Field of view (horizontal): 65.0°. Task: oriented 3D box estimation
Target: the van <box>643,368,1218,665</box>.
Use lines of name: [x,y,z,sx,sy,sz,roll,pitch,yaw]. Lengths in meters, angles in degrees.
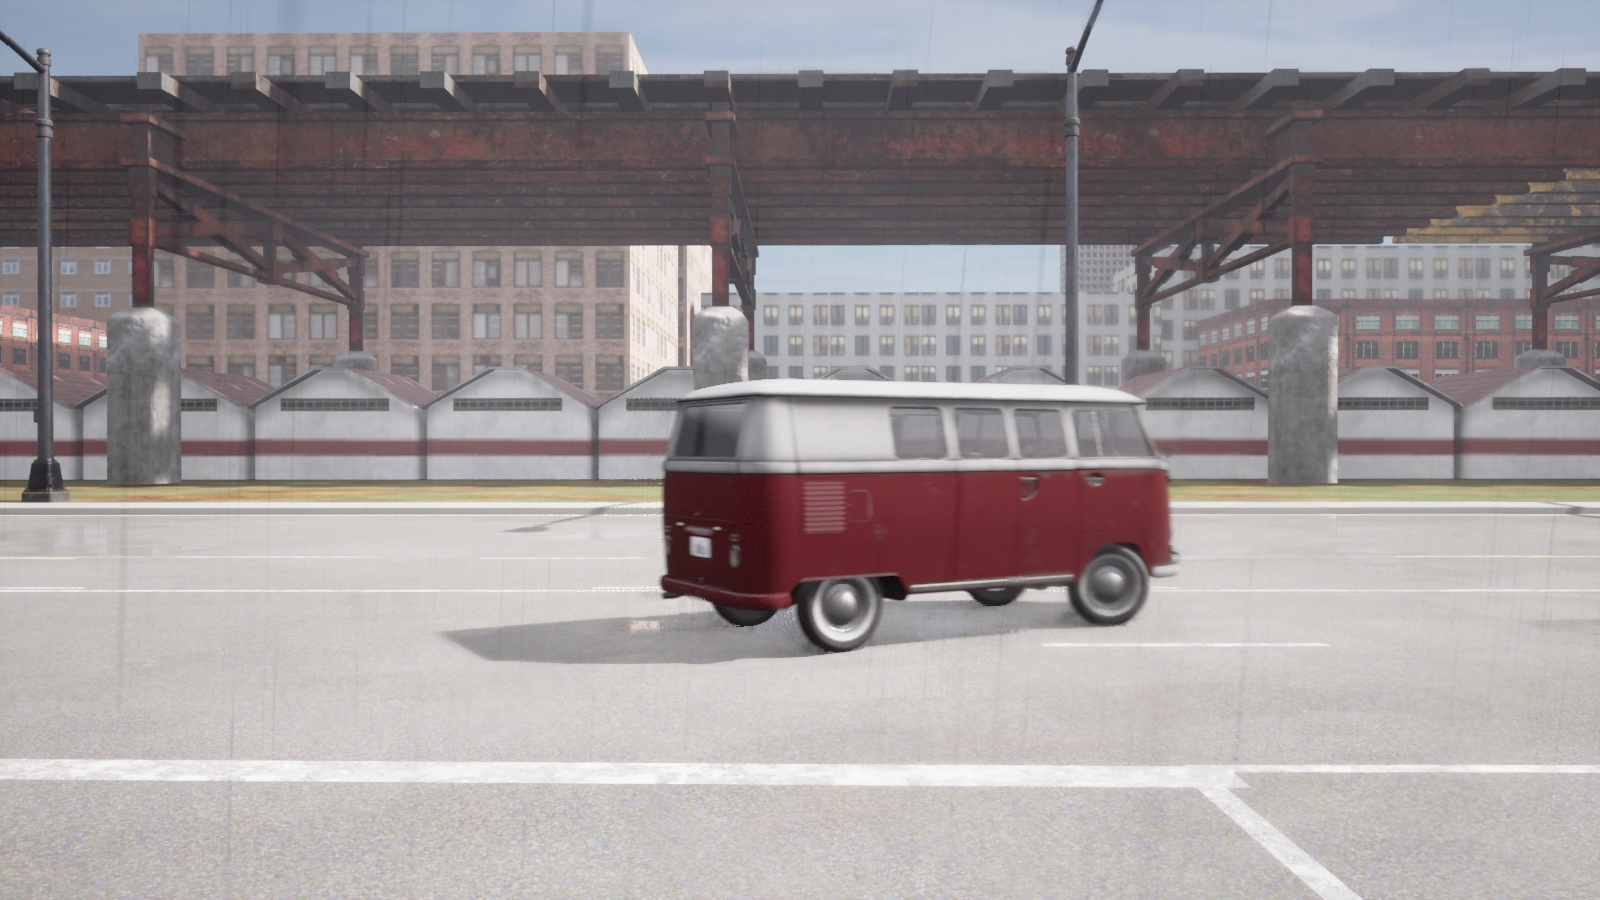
van: [1.133,0.442,10.249,4.442,1.987,1.775,0,0,-29]
